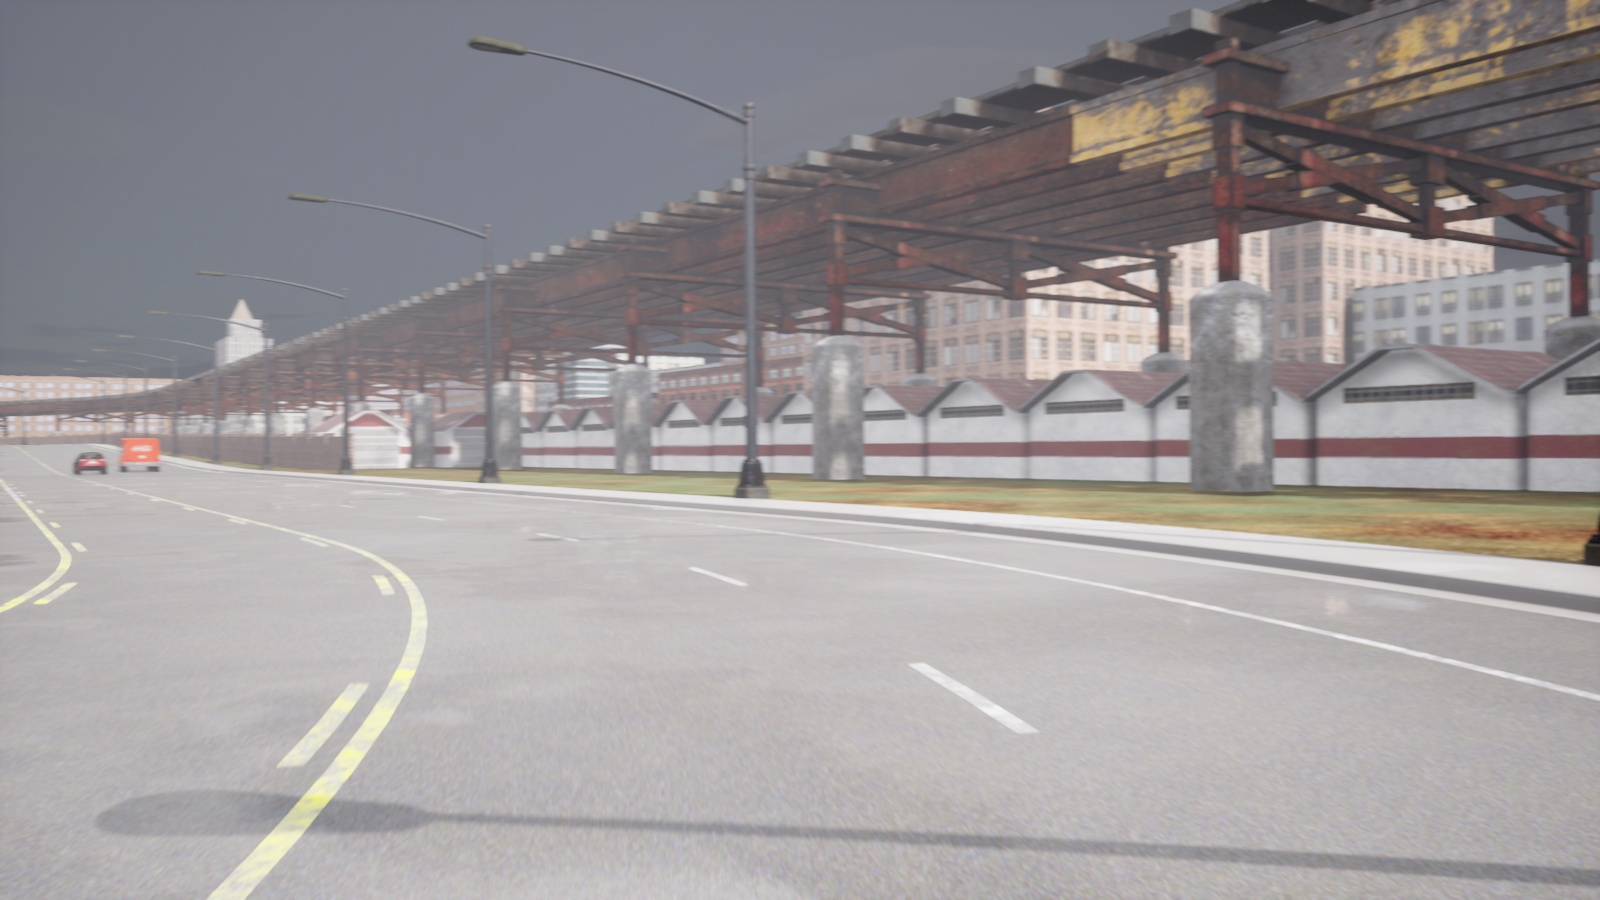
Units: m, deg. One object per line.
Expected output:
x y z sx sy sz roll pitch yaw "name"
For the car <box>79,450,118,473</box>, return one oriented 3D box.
-48.068 0.778 86.003 2.007 1.525 4.514 0 1 -33 "car"
